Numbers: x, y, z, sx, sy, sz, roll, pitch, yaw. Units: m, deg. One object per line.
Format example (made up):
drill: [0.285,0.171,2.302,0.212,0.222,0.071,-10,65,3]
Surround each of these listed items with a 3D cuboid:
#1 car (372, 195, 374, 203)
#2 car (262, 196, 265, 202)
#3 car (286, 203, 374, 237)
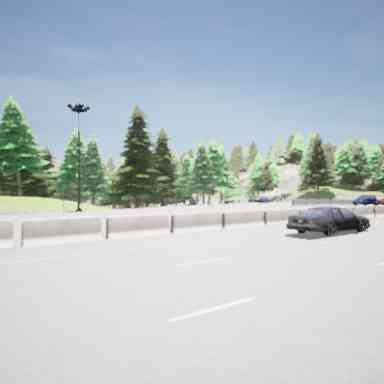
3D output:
car: [33.497,1.781,57.443,5.008,1.535,1.882,1,-1,-34]
car: [14.352,1.450,66.271,1.882,1.535,5.008,0,-1,13]
car: [7.266,1.480,17.522,5.357,1.411,2.033,0,0,-35]
